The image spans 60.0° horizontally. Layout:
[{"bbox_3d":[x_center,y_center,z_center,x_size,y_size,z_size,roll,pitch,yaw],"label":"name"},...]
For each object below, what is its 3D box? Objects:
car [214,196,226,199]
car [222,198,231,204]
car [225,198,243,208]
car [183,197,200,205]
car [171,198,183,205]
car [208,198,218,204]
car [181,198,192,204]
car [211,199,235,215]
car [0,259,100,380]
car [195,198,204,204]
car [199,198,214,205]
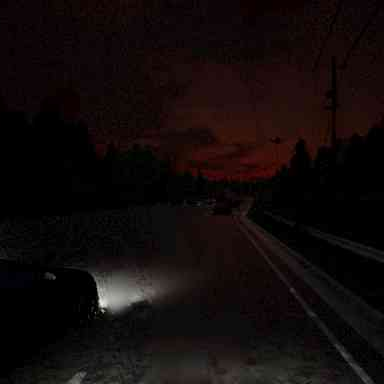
[{"bbox_3d":[6.891,1.992,75.120,2.150,2.045,5.566,0,-1,11],"label":"car"},{"bbox_3d":[8.851,2.216,85.322,1.837,1.490,4.892,0,-1,11],"label":"car"},{"bbox_3d":[7.559,2.111,59.524,2.128,1.511,4.902,0,-1,11],"label":"car"},{"bbox_3d":[0.010,2.289,76.409,2.128,1.511,4.902,0,-1,11],"label":"car"},{"bbox_3d":[-3.354,2.122,77.451,2.097,1.767,4.553,0,-1,11],"label":"car"},{"bbox_3d":[5.414,2.254,85.982,2.033,1.411,5.357,0,-1,11],"label":"car"},{"bbox_3d":[-1.460,2.211,87.304,1.837,1.490,4.892,0,-1,11],"label":"car"},{"bbox_3d":[3.734,1.885,39.392,1.882,1.535,5.008,0,-1,10],"label":"car"},{"bbox_3d":[-2.988,1.605,4.632,1.994,1.385,4.181,0,-1,11],"label":"car"},{"bbox_3d":[1.977,2.237,86.643,1.812,1.442,4.674,0,-1,11],"label":"car"},{"bbox_3d":[3.526,2.295,76.158,1.812,1.442,4.674,0,-1,11],"label":"car"}]
